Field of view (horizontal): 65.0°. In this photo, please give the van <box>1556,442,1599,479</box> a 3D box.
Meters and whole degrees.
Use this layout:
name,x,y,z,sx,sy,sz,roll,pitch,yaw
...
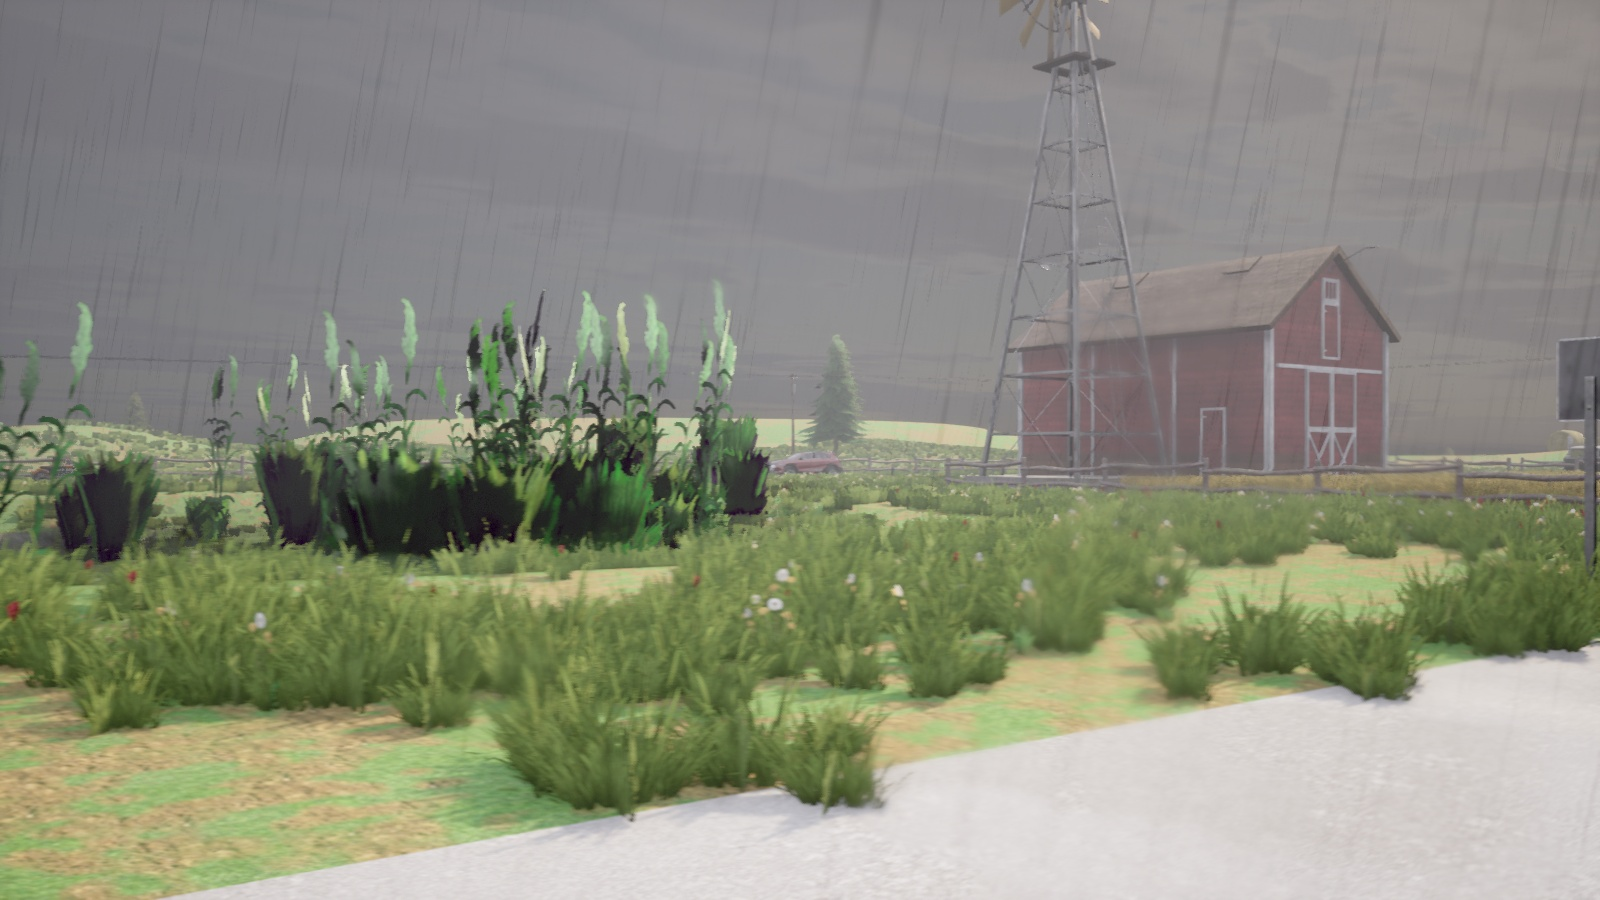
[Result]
name,x,y,z,sx,sy,sz,roll,pitch,yaw
van,43.629,0.572,67.873,1.775,1.987,4.442,0,0,-35

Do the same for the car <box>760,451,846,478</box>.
name,x,y,z,sx,sy,sz,roll,pitch,yaw
car,0.218,0.862,76.425,4.856,1.649,2.033,0,0,-29

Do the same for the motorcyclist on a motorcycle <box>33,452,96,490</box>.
name,x,y,z,sx,sy,sz,roll,pitch,yaw
motorcyclist on a motorcycle,-32.045,0.897,54.729,2.350,1.649,0.766,0,0,-29
